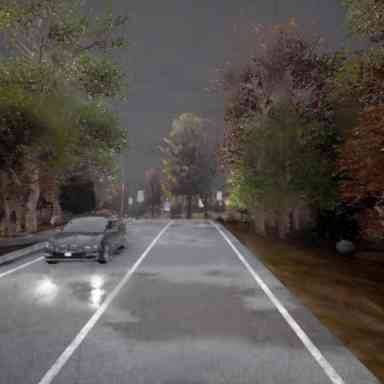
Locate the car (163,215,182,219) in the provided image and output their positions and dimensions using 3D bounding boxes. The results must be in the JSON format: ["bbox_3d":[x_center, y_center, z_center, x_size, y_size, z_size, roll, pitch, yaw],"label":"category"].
[{"bbox_3d":[-5.135,6.484,86.099,4.718,1.301,1.895,2,-5,-9],"label":"car"}]

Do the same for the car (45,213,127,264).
[{"bbox_3d":[-3.608,1.569,12.113,1.837,1.490,4.892,0,0,0],"label":"car"}]
